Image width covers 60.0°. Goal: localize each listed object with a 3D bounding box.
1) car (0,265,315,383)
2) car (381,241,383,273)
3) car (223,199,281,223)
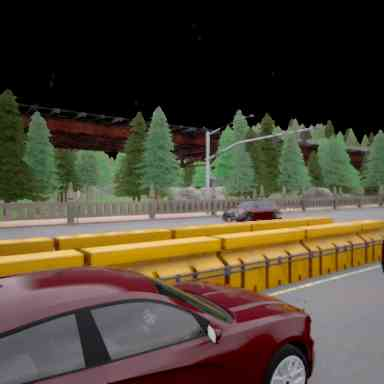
[{"bbox_3d":[-0.901,1.477,3.103,5.008,1.535,1.882,0,0,-35],"label":"car"},{"bbox_3d":[6.914,1.473,8.712,5.008,1.535,1.882,0,0,-35],"label":"car"},{"bbox_3d":[4.395,1.343,24.334,4.553,1.767,2.097,0,0,-36],"label":"car"}]
